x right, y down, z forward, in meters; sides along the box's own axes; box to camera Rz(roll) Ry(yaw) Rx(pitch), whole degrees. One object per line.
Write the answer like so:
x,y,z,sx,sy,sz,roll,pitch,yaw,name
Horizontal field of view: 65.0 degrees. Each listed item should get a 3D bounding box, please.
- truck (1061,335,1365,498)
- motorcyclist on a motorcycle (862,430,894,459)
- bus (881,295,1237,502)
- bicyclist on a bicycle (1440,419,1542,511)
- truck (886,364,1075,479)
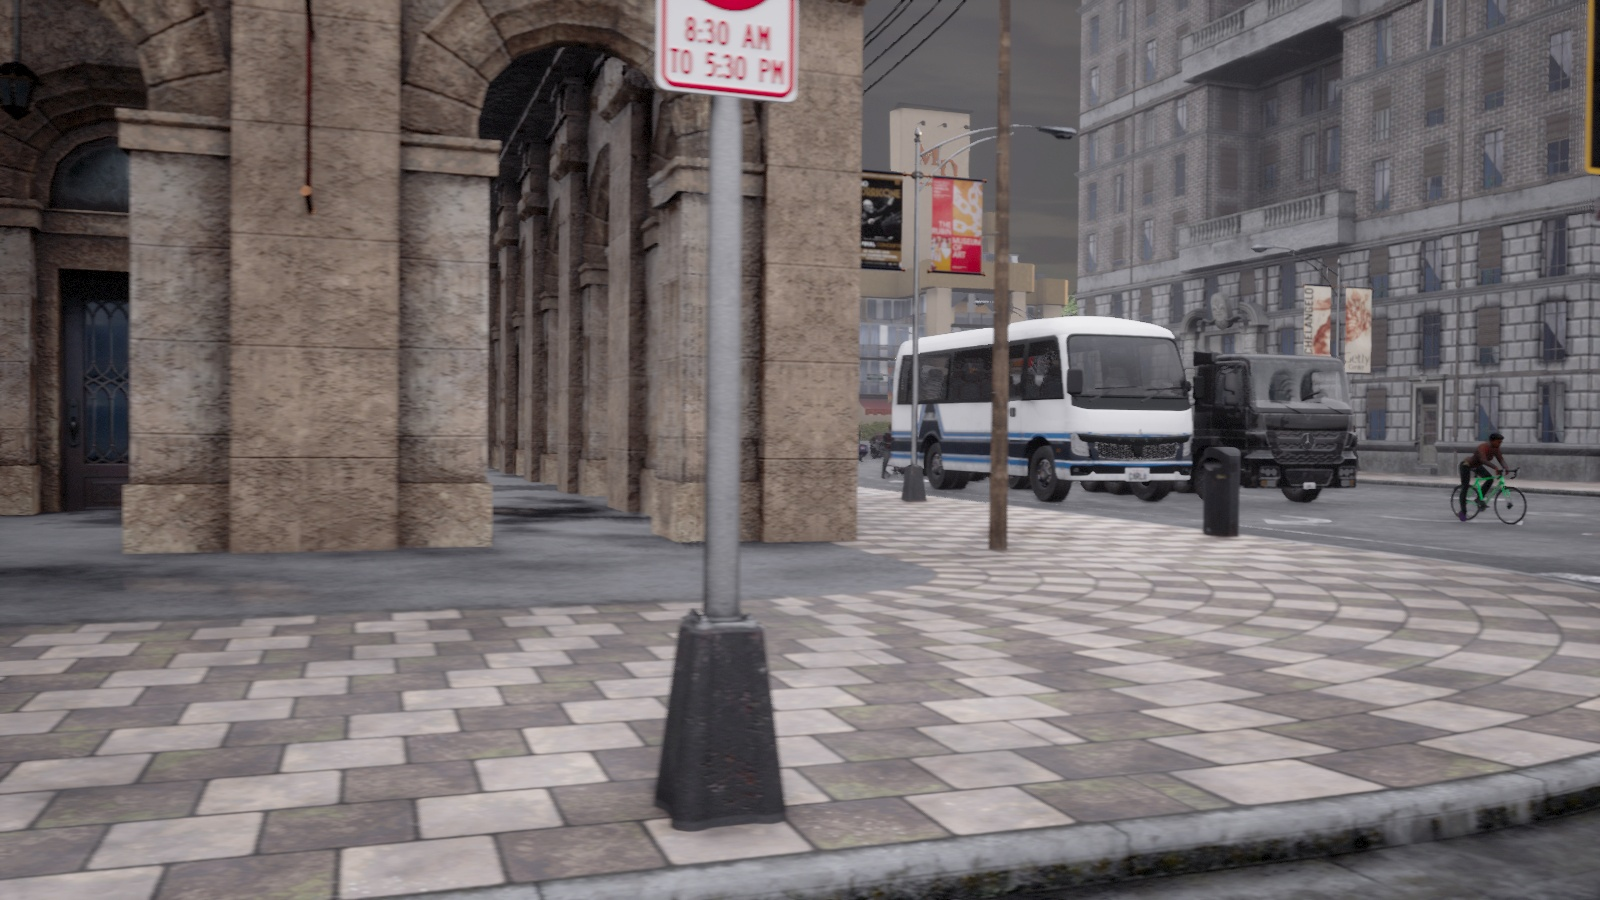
9.765,-0.787,30.917,2.891,3.462,7.936,-1,1,-19,truck
4.185,-0.295,67.427,0.866,1.530,2.191,-1,1,-20,motorcyclist on a motorcycle
5.882,-1.146,31.371,3.944,4.253,10.273,-1,1,-19,bus
12.585,0.246,22.916,0.582,1.620,1.656,-1,1,-19,bicyclist on a bicycle
5.817,-0.924,42.164,2.891,3.462,7.936,-1,1,-19,truck
